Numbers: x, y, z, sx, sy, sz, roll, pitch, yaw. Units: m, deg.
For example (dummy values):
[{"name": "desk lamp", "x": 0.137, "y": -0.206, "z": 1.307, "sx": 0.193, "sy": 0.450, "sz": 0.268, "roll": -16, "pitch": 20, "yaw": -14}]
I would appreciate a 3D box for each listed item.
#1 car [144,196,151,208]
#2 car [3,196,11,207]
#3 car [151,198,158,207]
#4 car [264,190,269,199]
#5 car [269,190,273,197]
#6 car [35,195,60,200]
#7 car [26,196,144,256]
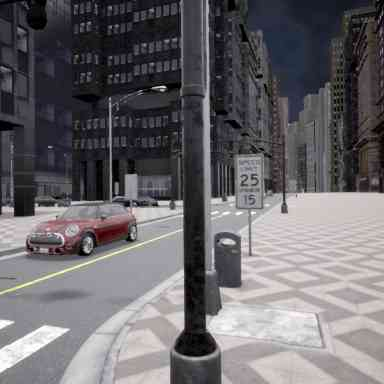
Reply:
[{"name": "car", "x": -7.281, "y": 1.155, "z": 36.496, "sx": 4.718, "sy": 1.301, "sz": 1.895, "roll": -1, "pitch": 0, "yaw": 19}, {"name": "car", "x": -26.129, "y": 1.088, "z": 42.964, "sx": 4.553, "sy": 1.767, "sz": 2.097, "roll": -1, "pitch": 0, "yaw": 19}, {"name": "car", "x": -6.150, "y": 1.129, "z": 39.524, "sx": 4.181, "sy": 1.385, "sz": 1.994, "roll": 0, "pitch": 0, "yaw": 18}, {"name": "car", "x": 12.060, "y": 0.560, "z": 59.442, "sx": 1.812, "sy": 1.442, "sz": 4.674, "roll": -1, "pitch": 1, "yaw": 19}, {"name": "car", "x": 16.723, "y": 0.332, "z": 72.933, "sx": 1.837, "sy": 1.490, "sz": 4.892, "roll": -1, "pitch": 1, "yaw": 19}, {"name": "car", "x": -16.770, "y": 1.152, "z": 39.751, "sx": 4.892, "sy": 1.490, "sz": 1.837, "roll": -1, "pitch": 0, "yaw": 19}, {"name": "car", "x": -3.918, "y": 1.209, "z": 12.530, "sx": 2.097, "sy": 1.767, "sz": 4.553, "roll": -1, "pitch": 1, "yaw": 19}]
